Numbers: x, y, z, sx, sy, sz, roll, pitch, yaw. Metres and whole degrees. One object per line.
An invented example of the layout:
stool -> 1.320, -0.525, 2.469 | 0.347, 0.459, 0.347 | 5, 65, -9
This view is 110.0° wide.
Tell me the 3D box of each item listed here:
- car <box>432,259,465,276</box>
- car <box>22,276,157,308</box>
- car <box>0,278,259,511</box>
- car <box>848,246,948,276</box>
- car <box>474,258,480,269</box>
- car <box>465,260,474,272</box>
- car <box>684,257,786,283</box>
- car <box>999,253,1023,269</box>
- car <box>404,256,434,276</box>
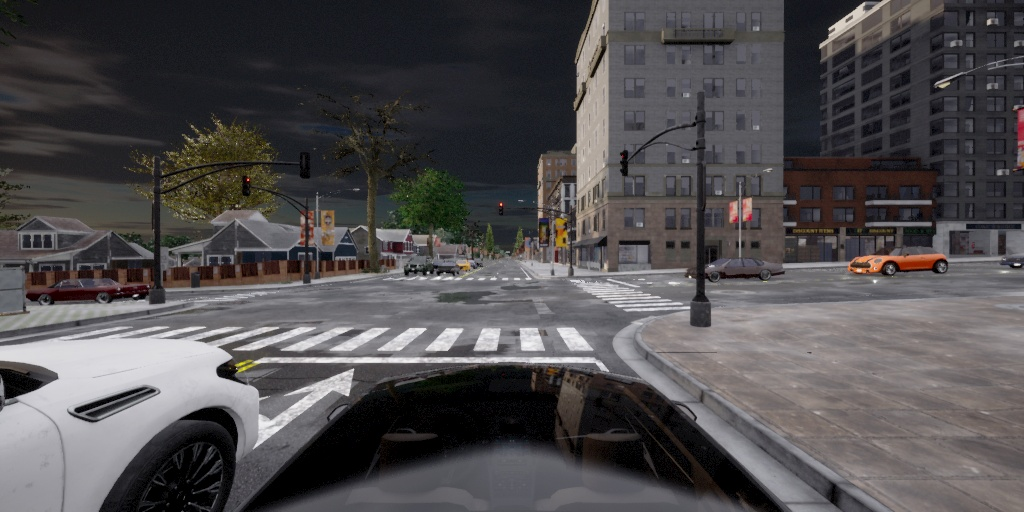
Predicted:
car -> -6.629, 1.316, 37.888 | 2.033, 1.411, 5.357 | 0, 0, 0
car -> -21.638, 1.807, 18.524 | 4.718, 1.301, 1.895 | -2, 0, 0
car -> -3.146, 0.972, 0.545 | 2.150, 2.045, 5.566 | 0, 0, 0
car -> 23.427, 0.218, 21.911 | 4.553, 1.767, 2.097 | -2, 0, 0
car -> -6.640, 1.334, 57.016 | 1.812, 1.442, 4.674 | 0, 0, 0
car -> -6.637, 1.262, 47.679 | 1.882, 1.535, 5.008 | 0, 0, 0
car -> 13.507, 0.793, 21.879 | 5.357, 1.411, 2.033 | -2, 0, 0
car -> 33.567, 0.038, 21.943 | 5.357, 1.411, 2.033 | -2, 0, 0
car -> -9.875, 0.991, 38.581 | 2.150, 2.045, 5.566 | 0, 0, 0
